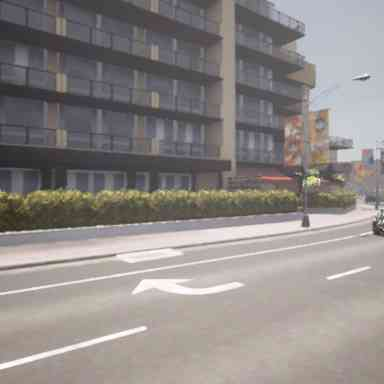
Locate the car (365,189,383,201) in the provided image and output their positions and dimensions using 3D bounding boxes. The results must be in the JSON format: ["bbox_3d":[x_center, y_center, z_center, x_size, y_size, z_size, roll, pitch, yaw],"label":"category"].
[{"bbox_3d":[30.154,0.947,53.907,2.150,2.045,5.566,0,0,3],"label":"car"}]

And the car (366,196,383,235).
[{"bbox_3d":[11.042,1.262,17.175,4.553,1.767,2.097,0,0,-45],"label":"car"}]
